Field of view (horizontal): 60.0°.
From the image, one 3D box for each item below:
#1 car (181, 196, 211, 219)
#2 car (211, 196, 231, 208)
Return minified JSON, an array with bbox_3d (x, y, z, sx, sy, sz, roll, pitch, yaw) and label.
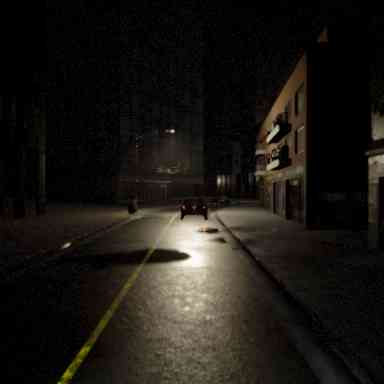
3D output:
[{"bbox_3d":[0.244,1.199,27.322,2.097,1.767,4.553,0,1,2],"label":"car"},{"bbox_3d":[3.848,1.264,44.211,2.128,1.511,4.902,0,0,22],"label":"car"}]
